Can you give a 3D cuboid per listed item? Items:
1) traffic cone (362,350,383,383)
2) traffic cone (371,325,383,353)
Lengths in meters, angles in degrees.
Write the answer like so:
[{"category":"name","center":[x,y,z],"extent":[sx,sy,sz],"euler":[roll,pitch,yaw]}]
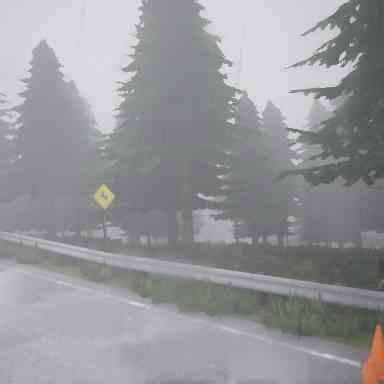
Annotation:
[{"category":"traffic cone","center":[1.773,1.956,3.297],"extent":[0.340,0.580,0.340],"euler":[0,0,34]},{"category":"traffic cone","center":[2.322,1.956,4.130],"extent":[0.340,0.580,0.340],"euler":[0,0,34]}]
